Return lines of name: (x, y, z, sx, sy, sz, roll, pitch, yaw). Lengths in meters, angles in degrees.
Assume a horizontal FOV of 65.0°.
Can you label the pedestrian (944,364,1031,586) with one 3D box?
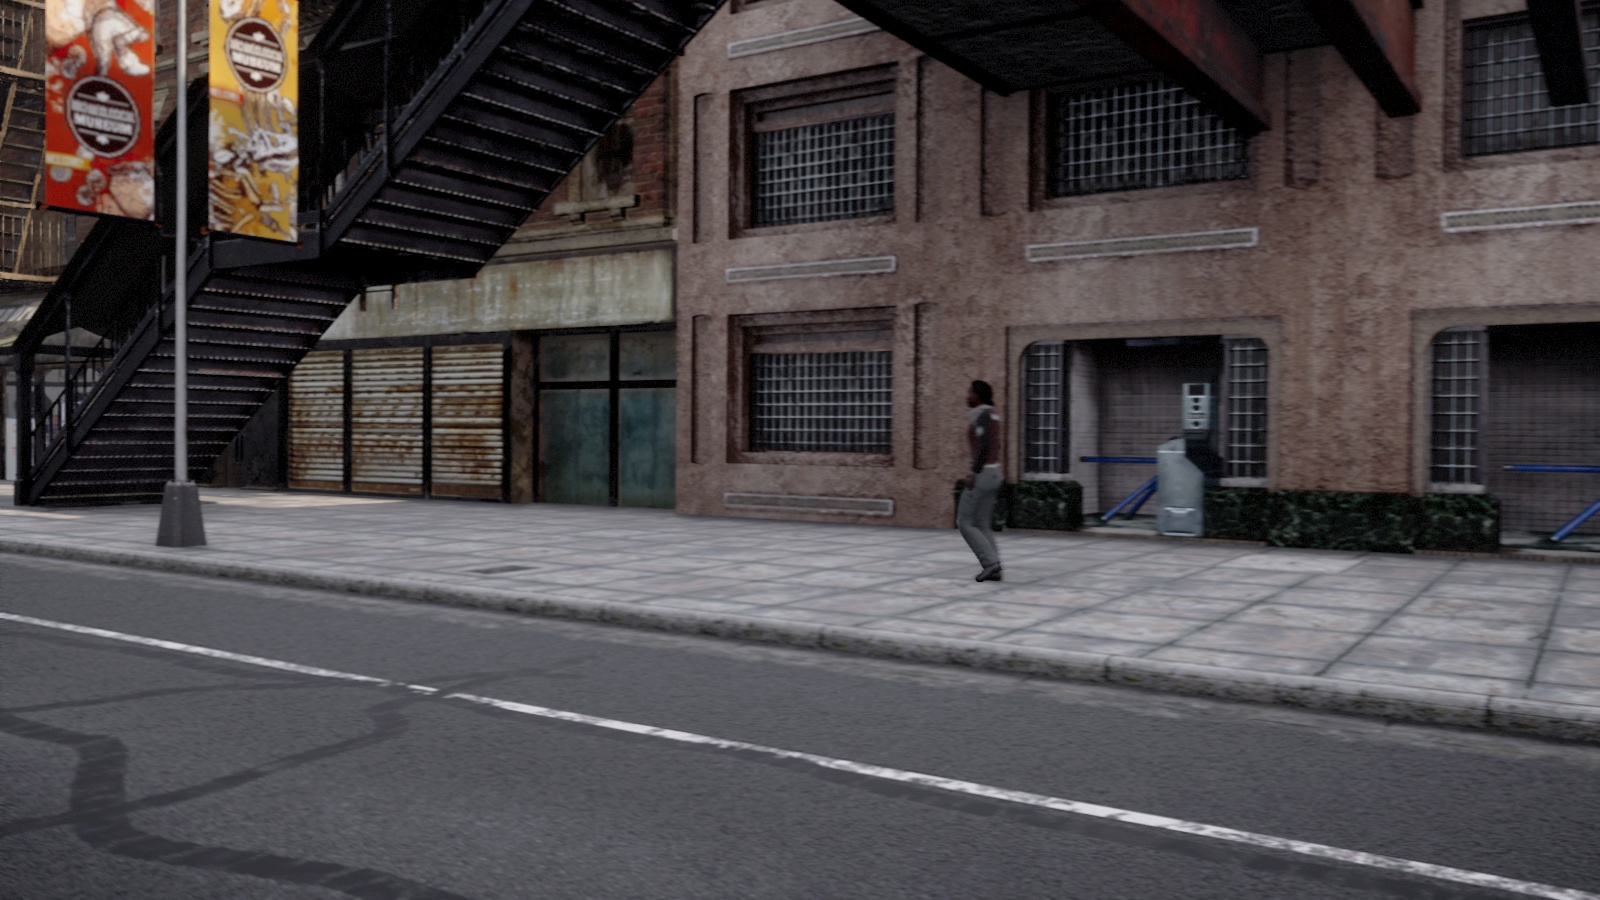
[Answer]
pedestrian: (1.684, 0.218, 11.258, 0.666, 1.930, 0.402, 0, 1, 27)
